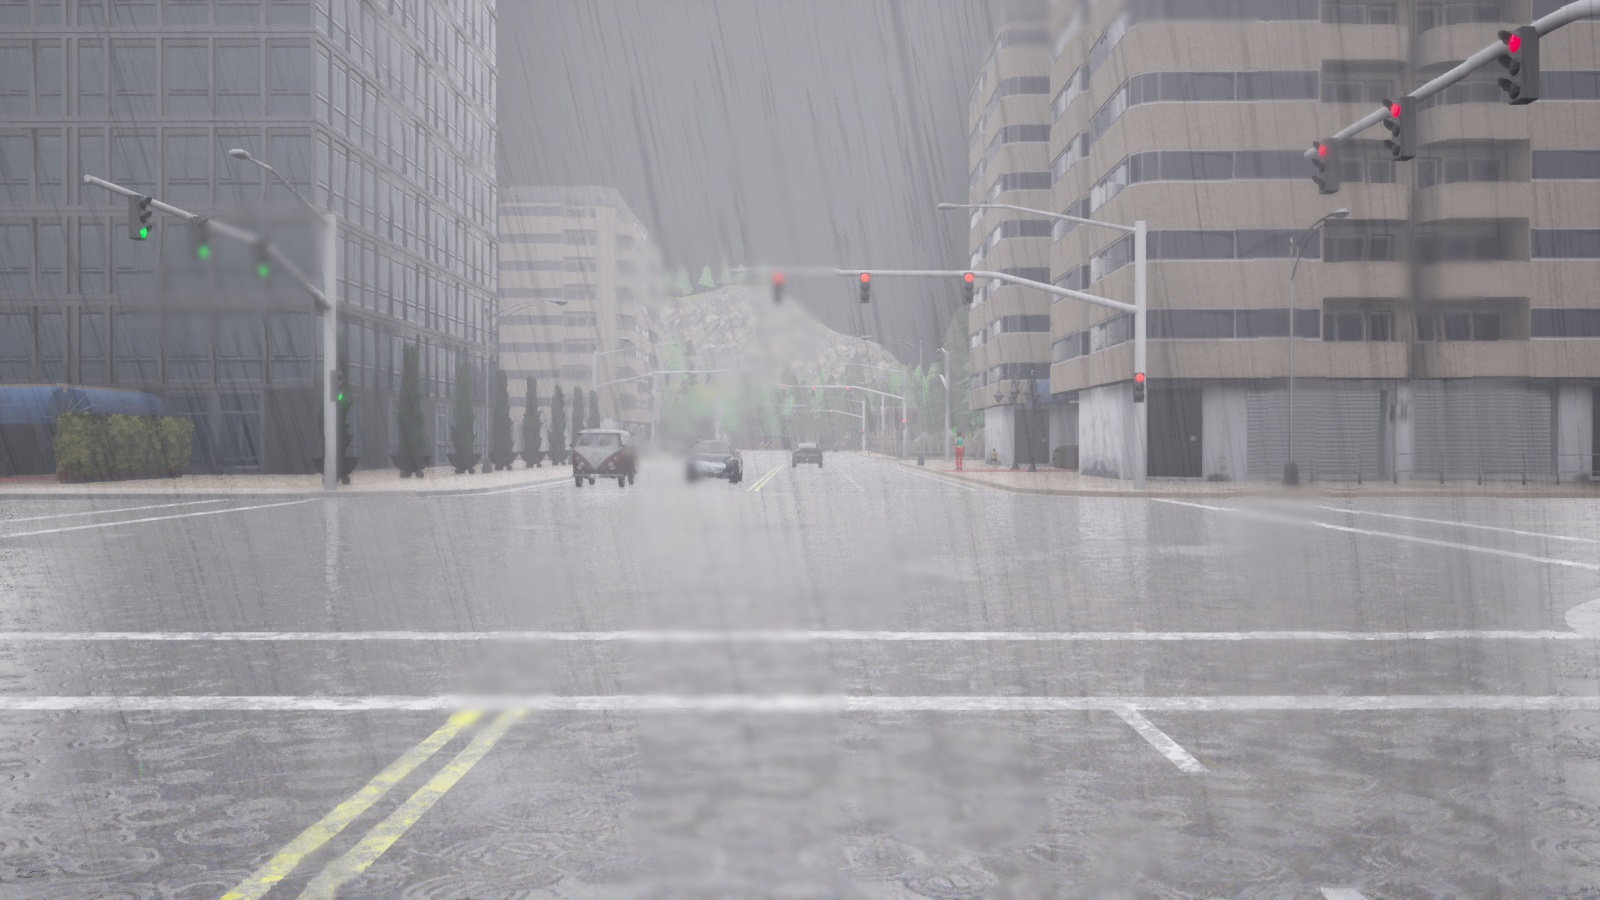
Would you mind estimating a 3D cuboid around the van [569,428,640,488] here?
[{"bbox_3d":[-6.735,0.247,43.655,1.775,1.987,4.442,0,0,0],"label":"van"}]

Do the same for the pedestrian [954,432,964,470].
[{"bbox_3d":[7.642,0.041,60.283,0.345,1.836,0.594,0,0,-5],"label":"pedestrian"}]

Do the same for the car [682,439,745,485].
[{"bbox_3d":[-3.212,0.405,47.640,2.033,1.649,4.856,0,0,0],"label":"car"}]

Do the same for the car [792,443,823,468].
[{"bbox_3d":[0.453,0.319,76.675,1.837,1.490,4.892,0,0,0],"label":"car"}]
